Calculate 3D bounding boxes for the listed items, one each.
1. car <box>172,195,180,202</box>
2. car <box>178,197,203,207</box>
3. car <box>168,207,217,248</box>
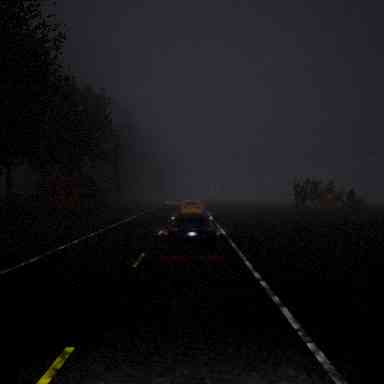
[{"bbox_3d":[-3.500,1.428,75.929,1.812,1.442,4.674,0,0,0],"label":"car"},{"bbox_3d":[0.000,1.470,29.652,1.882,1.535,5.008,0,0,0],"label":"car"},{"bbox_3d":[0.000,1.565,14.651,1.994,1.385,4.181,0,0,0],"label":"car"}]
